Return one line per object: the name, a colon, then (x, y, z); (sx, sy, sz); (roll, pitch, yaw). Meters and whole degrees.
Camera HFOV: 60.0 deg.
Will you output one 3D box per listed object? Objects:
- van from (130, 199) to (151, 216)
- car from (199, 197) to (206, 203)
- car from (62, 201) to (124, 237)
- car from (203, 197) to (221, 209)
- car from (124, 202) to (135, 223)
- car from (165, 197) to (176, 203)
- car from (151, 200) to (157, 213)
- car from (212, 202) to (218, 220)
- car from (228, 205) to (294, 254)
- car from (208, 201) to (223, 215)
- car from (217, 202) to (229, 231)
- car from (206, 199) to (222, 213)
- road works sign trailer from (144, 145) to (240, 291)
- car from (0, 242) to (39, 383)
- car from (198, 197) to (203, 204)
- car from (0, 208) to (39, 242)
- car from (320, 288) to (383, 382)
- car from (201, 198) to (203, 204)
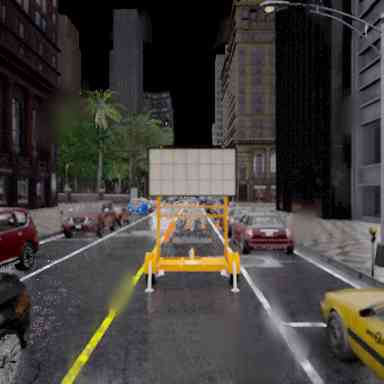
van: (-5.730, 1.595, 35.572); (1.690, 1.788, 3.998); (0, 0, 0)
car: (2.852, 2.142, 89.269); (1.752, 1.417, 4.829); (0, 0, 0)
car: (-5.746, 1.451, 19.294); (2.192, 1.841, 5.009); (0, 0, 0)
car: (2.801, 1.606, 40.974); (2.192, 1.841, 5.009); (0, 0, 0)
car: (-5.740, 1.720, 24.718); (1.887, 1.381, 4.507); (0, 0, 0)
car: (-5.679, 2.133, 83.707); (2.008, 1.369, 4.403); (0, 0, 0)
car: (-5.724, 1.733, 40.997); (1.967, 1.590, 4.097); (0, 0, 0)
car: (2.784, 1.718, 24.697); (1.887, 1.381, 4.507); (0, 0, 0)
car: (2.774, 1.536, 13.848); (1.967, 1.590, 4.097); (0, 0, 0)
car: (2.791, 1.763, 30.122); (2.008, 1.369, 4.403); (0, 0, 0)
car: (2.779, 1.574, 19.273); (1.967, 1.590, 4.097); (0, 0, 0)
car: (2.797, 1.778, 35.717); (1.752, 1.417, 4.829); (0, 0, 0)
road works sign trailer: (0.010, 0.528, 9.132); (2.380, 3.560, 2.880); (0, 0, 0)
car: (-2.996, 1.508, 2.357); (2.128, 1.511, 4.902); (0, 0, 0)
car: (2.840, 2.111, 78.258); (1.947, 1.339, 4.313); (0, 0, 0)
car: (-5.757, 1.375, 8.442); (2.192, 1.841, 5.009); (0, 0, 0)
car: (2.764, 1.547, 3.168); (1.752, 1.417, 4.829); (0, 0, 0)
car: (2.813, 1.933, 51.822); (1.947, 1.339, 4.313); (0, 0, 0)
